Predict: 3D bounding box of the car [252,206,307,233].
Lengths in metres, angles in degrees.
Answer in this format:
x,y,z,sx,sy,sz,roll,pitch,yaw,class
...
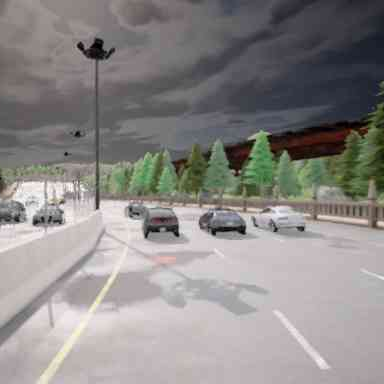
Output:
x,y,z,sx,sy,sz,roll,pitch,yaw,class
5.082,1.542,19.830,1.812,1.442,4.674,0,0,-10,car

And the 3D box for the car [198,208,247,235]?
x,y,z,sx,sy,sz,roll,pitch,yaw,class
1.636,1.611,19.172,1.994,1.385,4.181,0,0,-10,car

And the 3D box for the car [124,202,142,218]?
x,y,z,sx,sy,sz,roll,pitch,yaw,class
-5.489,1.705,32.649,2.033,1.411,5.357,0,0,-18,car

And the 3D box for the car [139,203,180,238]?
x,y,z,sx,sy,sz,roll,pitch,yaw,class
-1.829,1.583,18.515,1.837,1.490,4.892,0,0,-10,car
